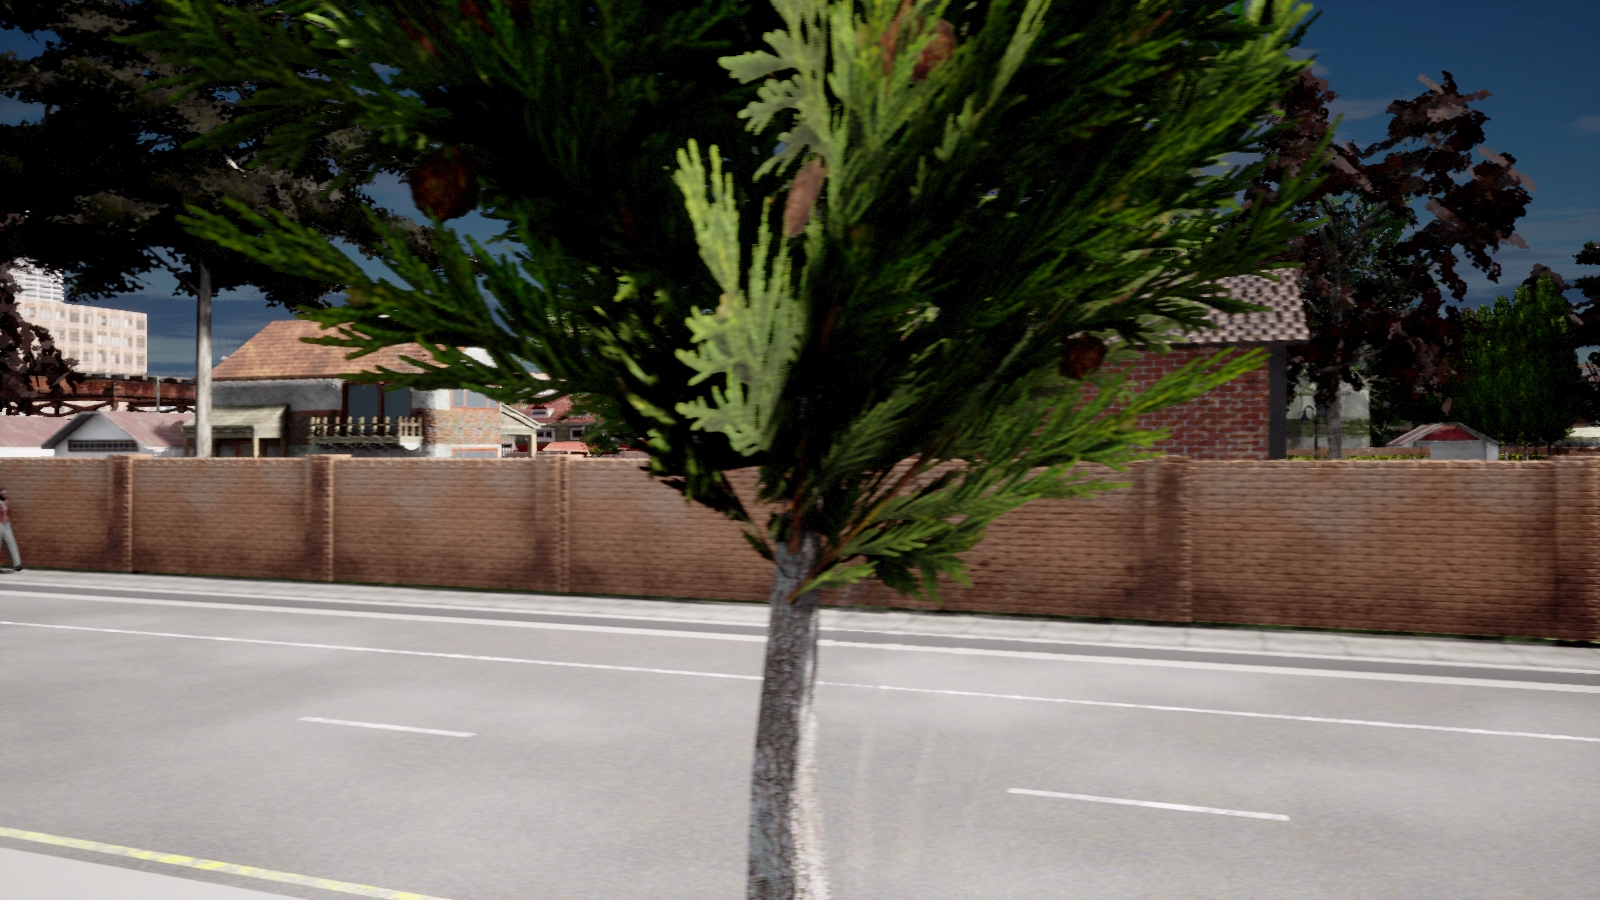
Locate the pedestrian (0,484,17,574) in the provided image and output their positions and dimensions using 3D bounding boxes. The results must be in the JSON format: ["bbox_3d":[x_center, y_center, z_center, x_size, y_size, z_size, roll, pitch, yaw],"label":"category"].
[{"bbox_3d":[-16.749,1.657,23.980,0.375,1.860,0.375,0,0,21],"label":"pedestrian"}]
